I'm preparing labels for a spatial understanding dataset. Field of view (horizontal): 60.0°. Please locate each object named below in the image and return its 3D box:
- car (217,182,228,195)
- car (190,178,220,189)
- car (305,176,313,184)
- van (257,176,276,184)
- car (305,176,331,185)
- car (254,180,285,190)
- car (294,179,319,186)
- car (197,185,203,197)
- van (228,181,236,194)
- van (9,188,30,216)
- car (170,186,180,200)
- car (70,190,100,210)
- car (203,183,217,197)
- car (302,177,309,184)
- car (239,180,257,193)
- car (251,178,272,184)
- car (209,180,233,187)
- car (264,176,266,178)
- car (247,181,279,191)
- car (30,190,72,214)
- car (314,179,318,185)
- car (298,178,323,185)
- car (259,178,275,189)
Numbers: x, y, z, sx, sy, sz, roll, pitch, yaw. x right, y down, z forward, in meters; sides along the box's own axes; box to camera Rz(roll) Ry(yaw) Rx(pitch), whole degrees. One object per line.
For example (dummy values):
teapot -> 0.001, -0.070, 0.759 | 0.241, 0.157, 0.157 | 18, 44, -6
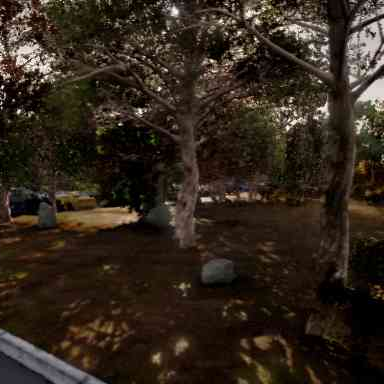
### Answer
car -> 1.794, -0.277, 42.766 | 4.674, 1.452, 2.002 | 2, 4, 37
car -> 2.584, -1.783, 65.423 | 5.566, 2.045, 2.435 | 2, 4, 37
car -> 21.942, -1.928, 69.237 | 5.008, 1.535, 2.097 | 2, 4, 37
van -> 19.664, -3.162, 87.621 | 4.442, 1.987, 1.878 | 2, 4, 37
car -> 30.364, -2.904, 80.234 | 5.566, 2.045, 2.435 | 2, 4, 37
car -> 13.554, -1.254, 58.199 | 4.892, 1.521, 2.231 | 2, 4, 37
car -> 25.280, -2.177, 73.663 | 4.792, 1.488, 2.163 | 2, 4, 37
car -> -1.564, -0.008, 38.352 | 4.674, 1.452, 2.002 | 2, 4, 37
van -> 3.566, -0.674, 44.885 | 4.442, 1.987, 1.878 | 2, 4, 37
van -> -13.411, 0.673, 22.969 | 4.442, 1.987, 1.878 | 2, 4, 37
car -> -3.218, -0.038, 36.117 | 4.553, 1.767, 2.185 | 2, 4, 37
car -> -10.105, 0.622, 27.434 | 5.366, 1.575, 1.946 | 2, 4, 37
car -> 0.112, -0.183, 40.558 | 5.008, 1.535, 2.097 | 2, 4, 37
car -> 20.261, -1.791, 67.030 | 4.892, 1.521, 2.231 | 2, 4, 37
car -> 6.810, -0.691, 49.398 | 4.792, 1.488, 2.163 | 2, 4, 37
car -> 17.881, -2.787, 85.471 | 4.892, 1.521, 2.231 | 2, 4, 37
car -> 6.004, -1.762, 69.876 | 4.674, 1.452, 2.002 | 2, 4, 37
car -> 16.179, -2.598, 83.251 | 4.674, 1.452, 2.002 | 2, 4, 37
car -> 11.894, -1.091, 55.981 | 4.792, 1.488, 2.163 | 2, 4, 37
car -> -11.613, 0.796, 25.098 | 4.792, 1.488, 2.163 | 2, 4, 37
car -> 23.773, -2.066, 71.329 | 5.366, 1.575, 1.946 | 2, 4, 37
car -> 27.010, -2.324, 75.840 | 4.792, 1.488, 2.163 | 2, 4, 37
car -> 10.044, -0.995, 53.904 | 5.366, 1.575, 1.946 | 2, 4, 37
